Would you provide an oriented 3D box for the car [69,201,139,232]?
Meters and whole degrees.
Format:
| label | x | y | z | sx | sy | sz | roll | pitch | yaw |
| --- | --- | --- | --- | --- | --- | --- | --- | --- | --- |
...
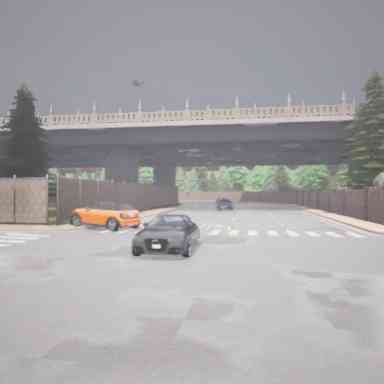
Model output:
| label | x | y | z | sx | sy | sz | roll | pitch | yaw |
| --- | --- | --- | --- | --- | --- | --- | --- | --- | --- |
| car | -5.478 | 1.321 | 20.747 | 4.553 | 1.767 | 2.097 | 3 | 2 | 29 |

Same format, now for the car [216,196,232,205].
| label | x | y | z | sx | sy | sz | roll | pitch | yaw |
| --- | --- | --- | --- | --- | --- | --- | --- | --- | --- |
| car | 6.293 | 1.638 | 65.864 | 1.882 | 1.535 | 5.008 | 1 | 0 | -10 |

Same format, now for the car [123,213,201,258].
| label | x | y | z | sx | sy | sz | roll | pitch | yaw |
| --- | --- | --- | --- | --- | --- | --- | --- | --- | --- |
| car | -0.843 | 1.573 | 12.754 | 1.994 | 1.385 | 4.181 | 0 | 0 | 9 |

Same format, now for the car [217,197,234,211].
| label | x | y | z | sx | sy | sz | roll | pitch | yaw |
| --- | --- | --- | --- | --- | --- | --- | --- | --- | --- |
| car | 4.241 | 1.631 | 42.404 | 1.812 | 1.442 | 4.674 | 0 | 0 | 11 |
